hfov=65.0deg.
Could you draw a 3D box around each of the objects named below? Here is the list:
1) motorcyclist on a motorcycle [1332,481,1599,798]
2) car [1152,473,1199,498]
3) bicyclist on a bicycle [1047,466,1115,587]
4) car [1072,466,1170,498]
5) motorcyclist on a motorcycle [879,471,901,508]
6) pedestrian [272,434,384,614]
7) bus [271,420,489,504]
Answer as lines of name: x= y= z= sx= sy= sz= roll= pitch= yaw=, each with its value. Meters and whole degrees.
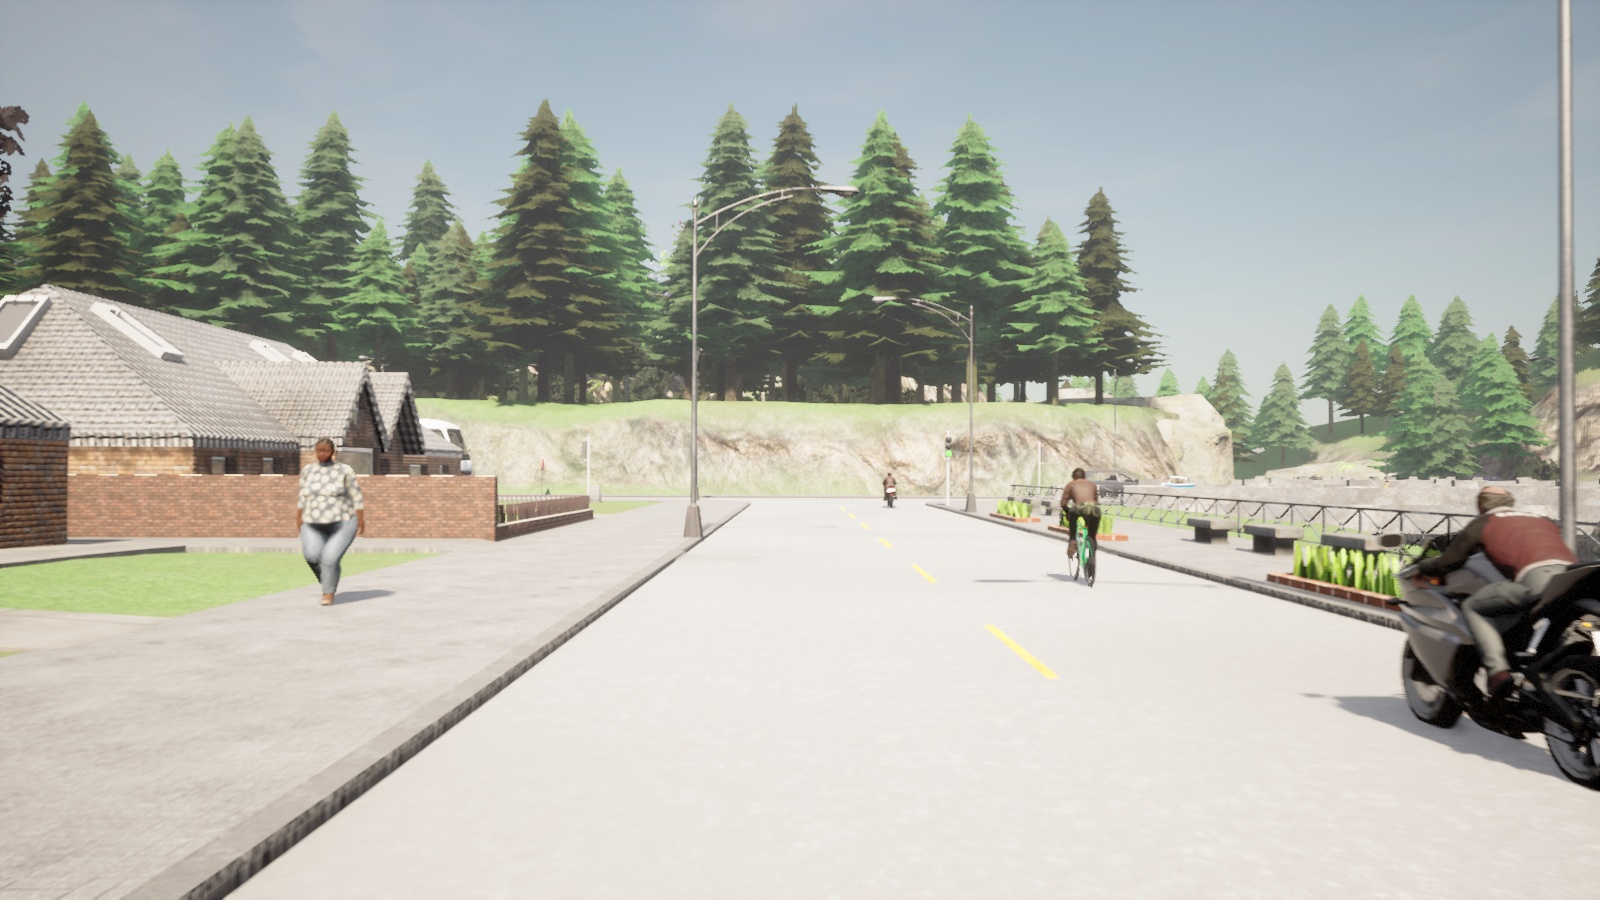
motorcyclist on a motorcycle: x=3.983 y=0.955 z=7.253 sx=0.866 sy=1.530 sz=2.191 roll=0 pitch=-1 yaw=0
car: x=21.110 y=1.968 z=70.659 sx=2.207 sy=1.376 sz=1.481 roll=0 pitch=-1 yaw=0
bicyclist on a bicycle: x=3.958 y=1.049 z=17.785 sx=0.582 sy=1.620 sz=1.656 roll=0 pitch=-1 yaw=0
car: x=17.006 y=1.707 z=66.688 sx=4.611 sy=1.667 sz=2.242 roll=0 pitch=-1 yaw=0
motorcyclist on a motorcycle: x=3.873 y=1.688 z=54.170 sx=0.797 sy=1.523 sz=2.044 roll=0 pitch=-1 yaw=0
pedestrian: x=-5.036 y=0.770 z=13.465 sx=0.874 sy=1.855 sz=0.900 roll=0 pitch=-1 yaw=-2
bus: x=-22.089 y=0.641 z=66.587 sx=10.273 sy=4.253 sz=3.944 roll=0 pitch=-1 yaw=0
